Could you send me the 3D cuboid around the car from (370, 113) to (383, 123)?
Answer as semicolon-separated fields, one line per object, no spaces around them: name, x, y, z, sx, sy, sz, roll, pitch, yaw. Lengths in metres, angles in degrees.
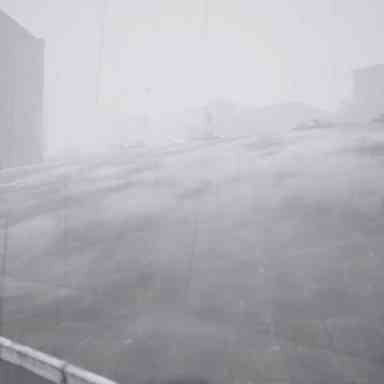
car;13.274;-4.280;19.772;2.231;1.521;4.892;0;2;-44

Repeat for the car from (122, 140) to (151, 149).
car;-5.831;-5.350;39.705;2.185;1.767;4.553;0;2;-44

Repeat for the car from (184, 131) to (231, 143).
car;1.891;-4.976;31.644;2.185;1.767;4.553;0;2;-44

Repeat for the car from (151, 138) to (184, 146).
car;-1.911;-4.994;35.612;2.002;1.452;4.674;0;2;-44

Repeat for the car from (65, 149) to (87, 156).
car;-17.268;-5.755;51.644;2.231;1.521;4.892;0;2;-44

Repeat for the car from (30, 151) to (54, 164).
car;-28.690;-6.494;63.570;2.435;2.045;5.566;0;1;-44

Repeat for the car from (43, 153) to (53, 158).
car;-24.902;-6.047;59.614;2.002;1.452;4.674;0;1;-44

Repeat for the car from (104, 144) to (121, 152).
car;-9.647;-5.531;43.690;2.185;1.767;4.553;0;2;-44

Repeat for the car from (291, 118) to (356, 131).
car;9.452;-4.480;23.749;2.231;1.521;4.892;0;2;-44

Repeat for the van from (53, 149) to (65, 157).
van;-20.995;-6.146;55.536;1.878;1.987;4.442;0;1;-44
